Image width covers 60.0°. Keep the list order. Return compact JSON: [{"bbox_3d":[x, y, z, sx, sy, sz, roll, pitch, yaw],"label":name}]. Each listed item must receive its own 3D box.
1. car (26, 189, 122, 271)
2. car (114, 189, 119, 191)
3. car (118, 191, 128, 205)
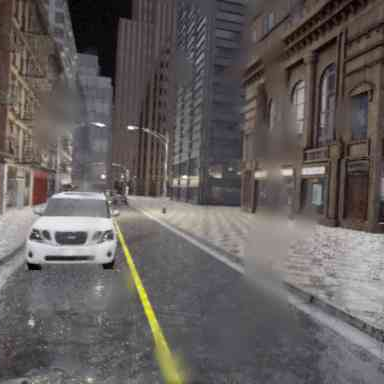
[{"bbox_3d":[-3.595,1.037,10.595,2.150,2.045,5.566,3,0,-15],"label":"car"},{"bbox_3d":[-16.190,0.444,69.124,2.150,2.045,5.566,3,0,-15],"label":"car"},{"bbox_3d":[-10.153,1.021,47.095,1.837,1.490,4.892,3,1,-15],"label":"car"}]
